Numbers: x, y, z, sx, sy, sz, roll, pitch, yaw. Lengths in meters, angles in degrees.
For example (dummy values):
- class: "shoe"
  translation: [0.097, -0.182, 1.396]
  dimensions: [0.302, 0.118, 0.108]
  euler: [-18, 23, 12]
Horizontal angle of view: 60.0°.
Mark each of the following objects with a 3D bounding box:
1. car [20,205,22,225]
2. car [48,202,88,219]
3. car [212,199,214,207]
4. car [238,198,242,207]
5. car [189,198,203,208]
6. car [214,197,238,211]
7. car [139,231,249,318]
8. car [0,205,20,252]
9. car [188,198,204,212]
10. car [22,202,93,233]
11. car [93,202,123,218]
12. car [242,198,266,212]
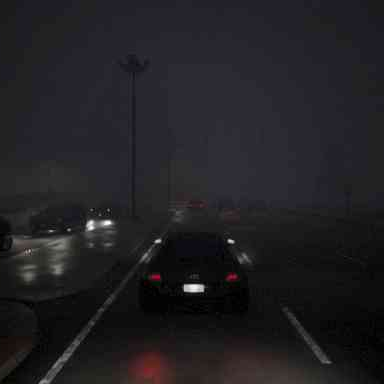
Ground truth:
- class: "car"
  translation: [-11.285, 1.526, 20.369]
  dimensions: [1.812, 1.442, 4.674]
  euler: [0, 0, 1]
- class: "car"
  translation: [-11.160, 1.601, 30.308]
  dimensions: [1.895, 1.301, 4.718]
  euler: [0, 0, 1]
- class: "car"
  translation: [4.090, 1.491, 50.174]
  dimensions: [2.128, 1.511, 4.902]
  euler: [0, 0, 1]
- class: "car"
  translation: [7.578, 1.564, 49.714]
  dimensions: [1.994, 1.385, 4.181]
  euler: [0, 0, 1]
- class: "car"
  translation: [0.582, 1.564, 49.987]
  dimensions: [1.994, 1.385, 4.181]
  euler: [0, 0, 1]
- class: "car"
  translation: [3.977, 1.505, 39.847]
  dimensions: [1.837, 1.490, 4.892]
  euler: [0, 0, 1]
- class: "car"
  translation: [0.054, 1.564, 7.517]
  dimensions: [1.994, 1.385, 4.181]
  euler: [0, 0, 1]
- class: "car"
  translation: [-7.967, 1.352, 10.872]
  dimensions: [2.097, 1.767, 4.553]
  euler: [0, 0, 1]
- class: "car"
  translation: [0.470, 1.547, 39.638]
  dimensions: [2.033, 1.411, 5.357]
  euler: [0, 0, 1]
- class: "car"
  translation: [-7.790, 1.478, 19.918]
  dimensions: [1.882, 1.535, 5.008]
  euler: [0, 0, 1]
- class: "car"
  translation: [-7.663, 1.601, 30.007]
  dimensions: [1.895, 1.301, 4.718]
  euler: [0, 0, 1]
- class: "car"
  translation: [7.462, 1.478, 39.229]
  dimensions: [1.882, 1.535, 5.008]
  euler: [0, 0, 1]
